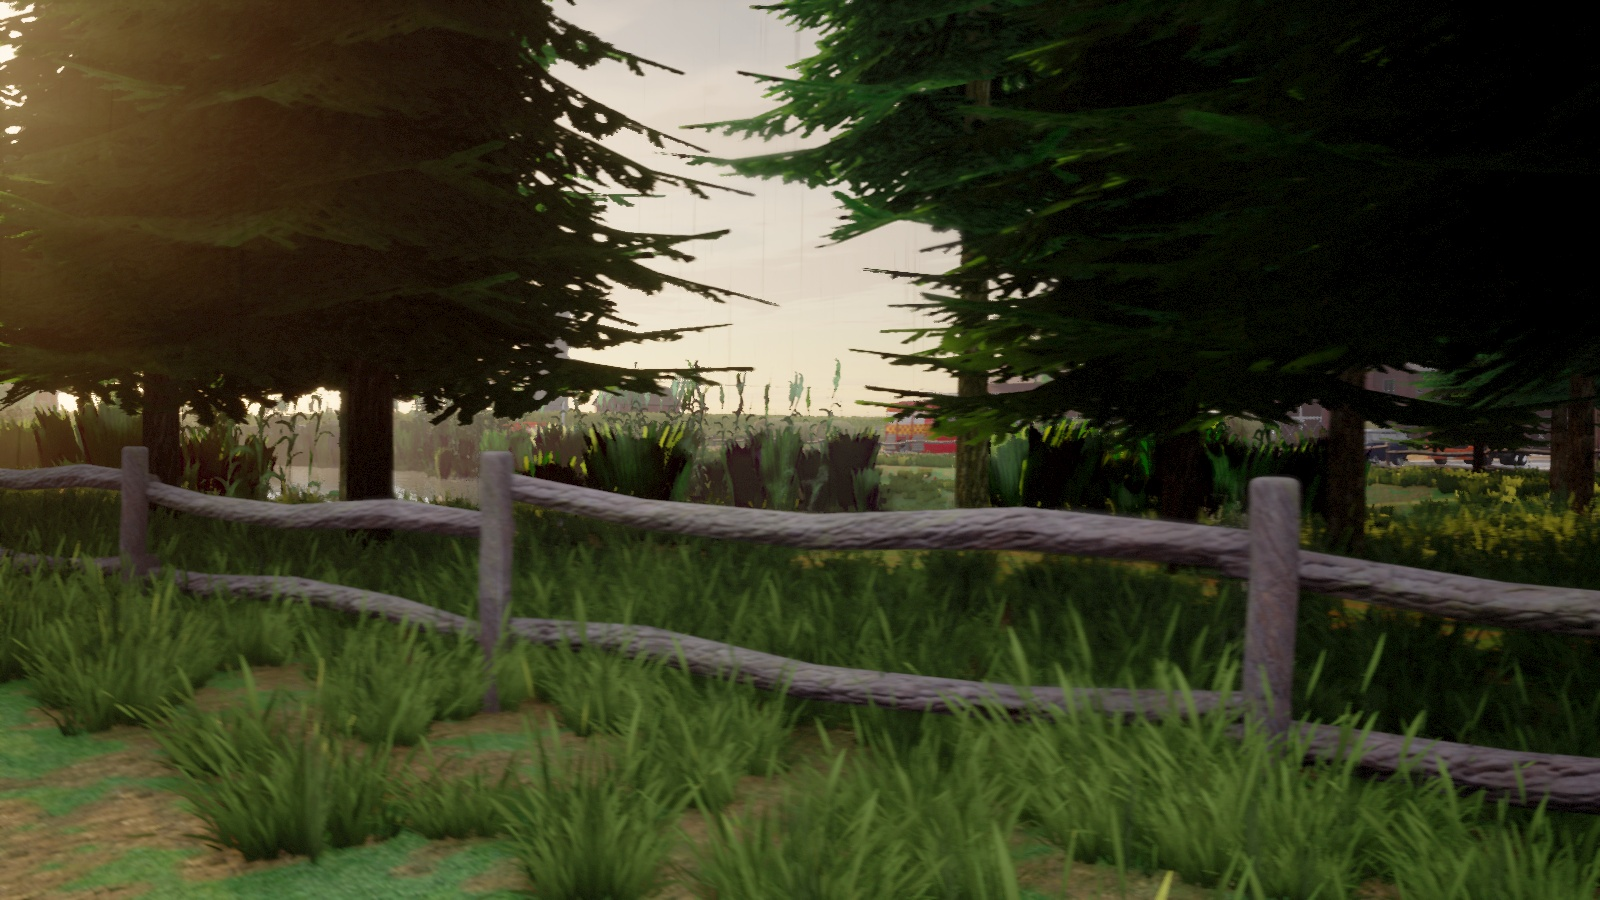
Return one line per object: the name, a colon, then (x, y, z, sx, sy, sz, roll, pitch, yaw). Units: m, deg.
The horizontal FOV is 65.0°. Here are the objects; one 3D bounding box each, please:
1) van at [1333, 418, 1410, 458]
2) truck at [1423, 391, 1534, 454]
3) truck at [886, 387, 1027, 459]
van: (29.324, -0.623, 64.382, 4.442, 1.987, 1.775, -1, 1, -38)
truck: (39.252, -1.554, 72.560, 7.936, 3.462, 2.891, -1, 1, -40)
truck: (8.799, -1.492, 71.605, 2.891, 3.827, 8.468, -1, 1, -37)
